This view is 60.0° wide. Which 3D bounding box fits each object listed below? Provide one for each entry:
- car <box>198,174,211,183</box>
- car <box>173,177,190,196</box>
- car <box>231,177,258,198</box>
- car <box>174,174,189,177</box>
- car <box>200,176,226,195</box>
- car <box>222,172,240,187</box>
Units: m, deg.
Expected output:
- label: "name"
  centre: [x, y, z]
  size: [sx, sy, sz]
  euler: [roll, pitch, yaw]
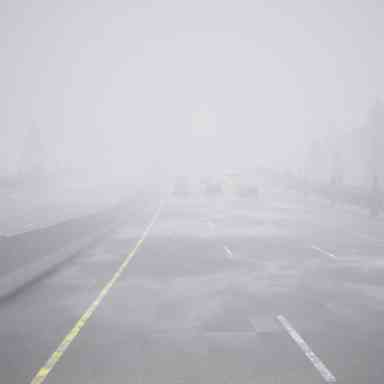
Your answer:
- label: "car"
  centre: [2.016, -1.861, 48.516]
  size: [1.882, 1.535, 5.008]
  euler: [0, 7, -2]
- label: "car"
  centre: [-1.196, -0.452, 37.741]
  size: [2.033, 1.411, 5.357]
  euler: [0, 7, -1]
- label: "car"
  centre: [5.902, -0.336, 36.455]
  size: [1.882, 1.535, 5.008]
  euler: [0, 7, -2]
- label: "car"
  centre: [-1.528, -1.822, 48.087]
  size: [1.882, 1.535, 5.008]
  euler: [0, 7, -1]
- label: "car"
  centre: [2.348, -0.570, 38.240]
  size: [1.882, 1.535, 5.008]
  euler: [0, 7, -2]
- label: "car"
  centre: [5.496, -1.845, 46.442]
  size: [2.150, 2.045, 5.566]
  euler: [0, 7, -2]
